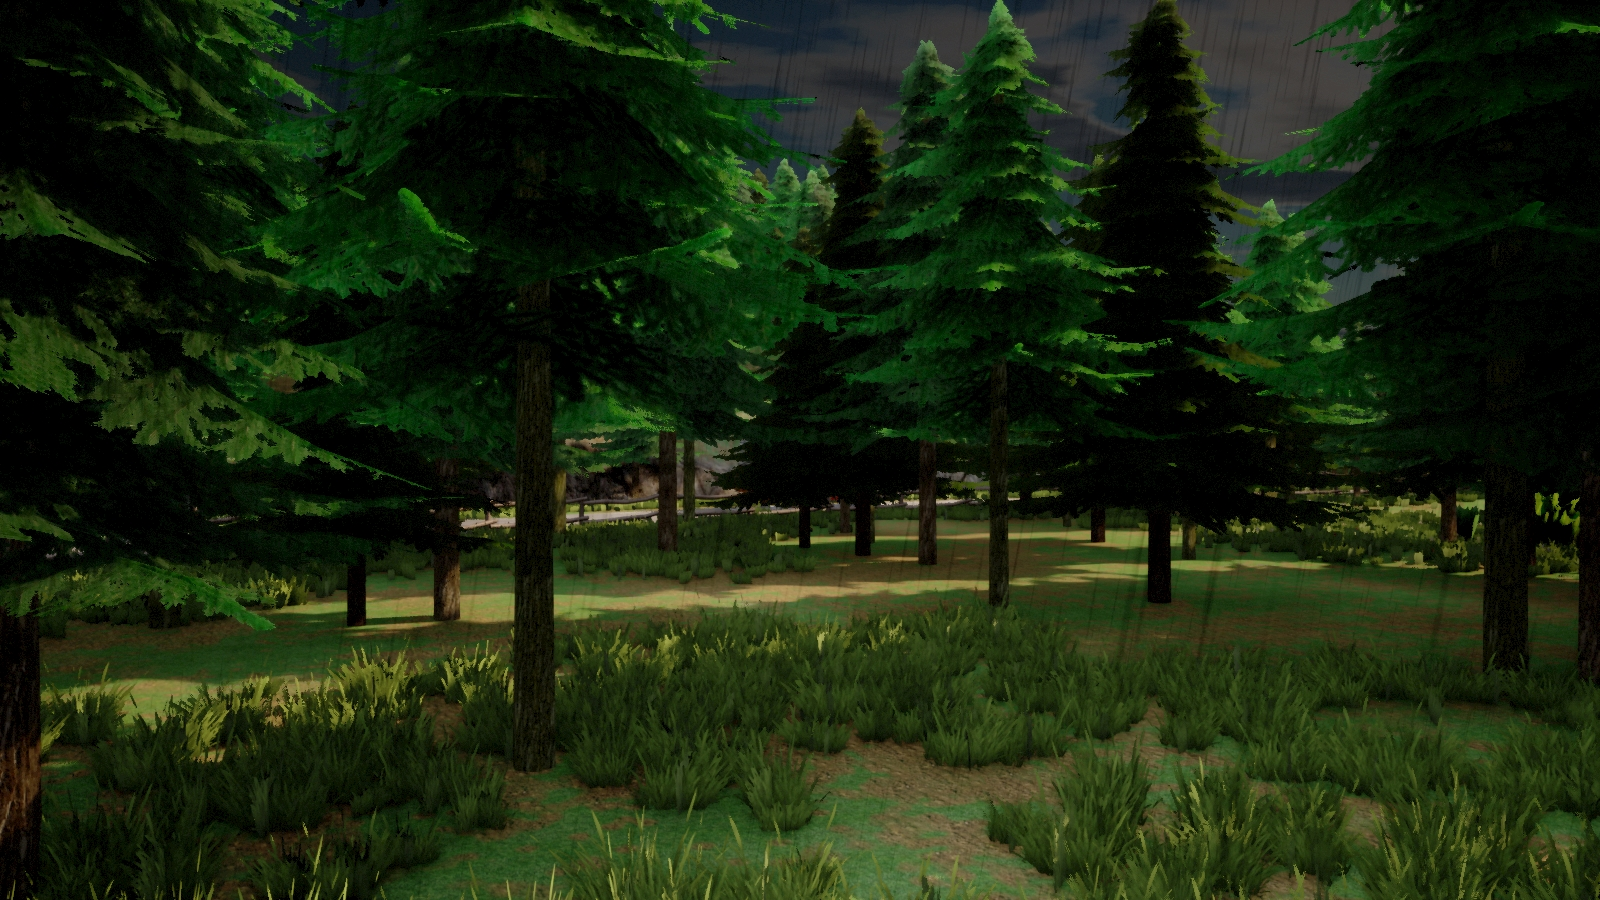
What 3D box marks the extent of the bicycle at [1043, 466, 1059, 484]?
[{"bbox_3d":[20.839,2.060,94.900,0.329,1.471,1.835,0,0,-20],"label":"bicycle"}]
